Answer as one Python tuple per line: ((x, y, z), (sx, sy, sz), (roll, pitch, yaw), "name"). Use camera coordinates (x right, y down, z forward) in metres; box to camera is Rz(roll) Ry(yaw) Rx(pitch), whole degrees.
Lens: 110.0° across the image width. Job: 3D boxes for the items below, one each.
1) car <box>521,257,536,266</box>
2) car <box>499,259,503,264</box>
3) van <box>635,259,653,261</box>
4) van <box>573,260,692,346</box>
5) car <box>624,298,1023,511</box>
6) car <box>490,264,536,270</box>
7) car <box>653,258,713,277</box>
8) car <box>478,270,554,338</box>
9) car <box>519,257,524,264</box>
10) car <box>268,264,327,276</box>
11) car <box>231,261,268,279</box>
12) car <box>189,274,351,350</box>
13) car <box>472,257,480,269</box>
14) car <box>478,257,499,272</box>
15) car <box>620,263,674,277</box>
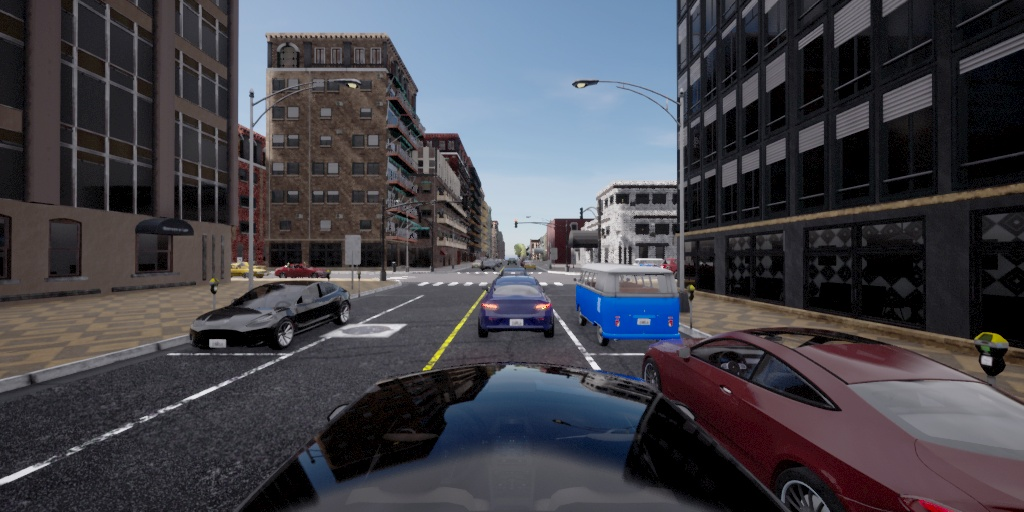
((2.704, 1.311, 54.038), (1.751, 1.417, 4.829), (0, 0, 0), "car")
((-3.057, 1.288, 62.161), (2.128, 1.511, 4.902), (0, 0, 0), "car")
((14.906, 1.175, 38.343), (3.998, 1.789, 1.690), (0, 0, 0), "van")
((2.659, 1.092, 9.082), (1.690, 1.789, 3.998), (0, 0, 0), "van")
((2.658, 1.332, 3.392), (1.802, 1.307, 4.207), (0, 0, 0), "car")
((0.097, 1.318, 18.534), (1.994, 1.385, 4.181), (0, 0, 0), "car")
((14.927, 1.107, 29.963), (5.009, 1.841, 2.192), (0, 0, 0), "car")
((0.103, 1.277, 10.082), (1.812, 1.442, 4.674), (0, 0, 0), "car")
((2.707, 1.382, 64.946), (1.802, 1.307, 4.207), (0, 0, 0), "car")
((-17.460, 1.284, 29.894), (4.207, 1.307, 1.802), (0, 0, 0), "car")
((-22.952, 1.216, 29.882), (4.829, 1.417, 1.751), (0, 0, 0), "car")
((-5.688, 1.317, 9.109), (1.948, 1.339, 4.313), (0, 0, 0), "car")
((-5.676, 1.318, 59.238), (1.751, 1.417, 4.829), (0, 0, 0), "car")
((-3.085, 1.282, 47.607), (1.837, 1.490, 4.892), (0, 0, 0), "car")
((13.411, 1.418, 35.773), (4.718, 1.301, 1.895), (0, 0, 1), "car")
